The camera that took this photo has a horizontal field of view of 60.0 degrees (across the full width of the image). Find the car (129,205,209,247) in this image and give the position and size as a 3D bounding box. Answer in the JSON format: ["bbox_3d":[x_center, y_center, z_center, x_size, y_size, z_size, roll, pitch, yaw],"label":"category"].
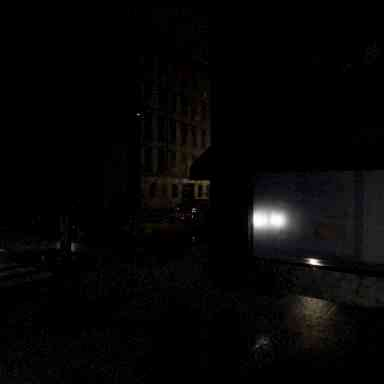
[{"bbox_3d":[-0.378,1.530,15.185,1.752,1.417,4.829,0,0,36],"label":"car"}]

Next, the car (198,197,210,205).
[{"bbox_3d":[2.826,1.314,19.667,2.192,1.841,5.009,0,0,36],"label":"car"}]

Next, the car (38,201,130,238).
[{"bbox_3d":[-5.229,1.457,17.827,1.882,1.535,5.008,0,0,34],"label":"car"}]

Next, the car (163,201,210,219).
[{"bbox_3d":[-0.402,1.521,28.961,1.947,1.339,4.313,0,0,36],"label":"car"}]

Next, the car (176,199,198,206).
[{"bbox_3d":[0.605,1.321,25.996,2.097,1.767,4.553,0,0,35],"label":"car"}]

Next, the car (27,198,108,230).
[{"bbox_3d":[-7.001,1.282,19.718,2.192,1.841,5.009,0,0,36],"label":"car"}]
